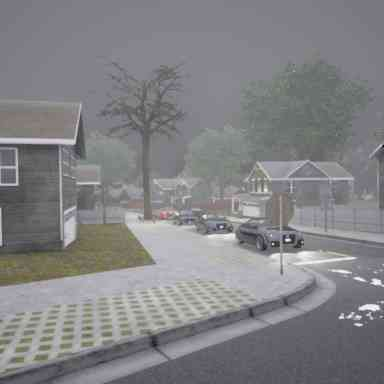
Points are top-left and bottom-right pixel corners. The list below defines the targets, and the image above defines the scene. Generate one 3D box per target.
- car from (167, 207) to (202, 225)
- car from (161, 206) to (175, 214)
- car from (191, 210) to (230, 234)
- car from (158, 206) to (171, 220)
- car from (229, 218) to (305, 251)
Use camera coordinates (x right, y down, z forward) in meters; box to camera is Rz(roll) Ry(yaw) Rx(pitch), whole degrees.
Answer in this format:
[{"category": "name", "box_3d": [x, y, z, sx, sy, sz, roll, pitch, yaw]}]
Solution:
[{"category": "car", "box_3d": [-0.821, 2.612, 34.562, 2.033, 1.411, 5.357, -1, -2, -14]}, {"category": "car", "box_3d": [-4.492, 3.303, 61.386, 1.812, 1.442, 4.674, -1, -1, -15]}, {"category": "car", "box_3d": [1.578, 2.294, 24.849, 1.994, 1.385, 4.181, -1, -2, -13]}, {"category": "car", "box_3d": [-3.181, 2.718, 44.234, 2.097, 1.767, 4.553, -1, -1, -14]}, {"category": "car", "box_3d": [3.695, 1.990, 16.470, 1.994, 1.385, 4.181, -1, -2, -14]}]
